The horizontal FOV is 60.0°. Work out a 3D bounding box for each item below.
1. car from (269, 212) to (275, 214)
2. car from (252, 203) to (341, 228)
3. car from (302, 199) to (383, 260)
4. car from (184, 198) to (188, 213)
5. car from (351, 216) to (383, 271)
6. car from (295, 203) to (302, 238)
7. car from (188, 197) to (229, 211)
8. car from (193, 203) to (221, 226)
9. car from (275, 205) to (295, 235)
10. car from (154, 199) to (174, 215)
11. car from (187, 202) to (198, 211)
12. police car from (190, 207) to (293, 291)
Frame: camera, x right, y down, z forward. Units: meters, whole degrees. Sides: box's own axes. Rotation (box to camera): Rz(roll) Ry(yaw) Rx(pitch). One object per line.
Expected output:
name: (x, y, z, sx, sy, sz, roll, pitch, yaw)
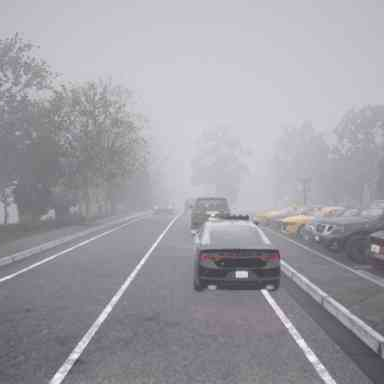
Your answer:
car: (7.131, 1.532, 19.769, 4.892, 1.521, 2.231, 0, 0, 0)
car: (6.947, 1.555, 22.538, 5.366, 1.575, 1.946, 0, 0, 0)
car: (7.074, 1.246, 11.449, 5.566, 2.045, 2.435, 0, 0, 0)
car: (0.114, 1.789, 44.901, 2.150, 2.045, 5.566, 0, -2, 0)
car: (7.125, 1.524, 8.672, 4.792, 1.488, 2.163, 0, 0, 0)
car: (7.141, 1.377, 14.221, 4.553, 1.767, 2.185, 0, 0, 0)
car: (1.015, 1.289, 19.130, 2.150, 2.045, 5.566, 0, -1, 0)
car: (1.028, 1.612, 25.102, 1.882, 1.535, 5.008, 0, -1, 0)
car: (7.124, 1.513, 16.997, 5.008, 1.535, 2.097, 0, 0, 0)
car: (-3.169, 1.739, 38.331, 2.097, 1.767, 4.553, 0, -1, 0)
car: (0.127, 2.594, 59.655, 1.837, 1.490, 4.892, 0, -2, 0)
police car: (0.994, 1.436, 9.189, 1.930, 1.638, 5.238, 0, 0, 0)
